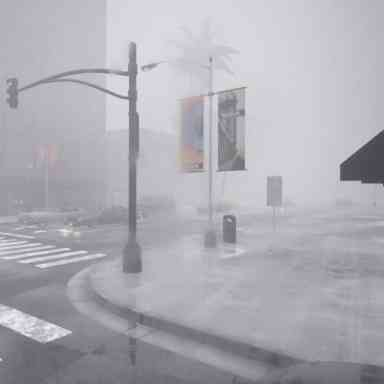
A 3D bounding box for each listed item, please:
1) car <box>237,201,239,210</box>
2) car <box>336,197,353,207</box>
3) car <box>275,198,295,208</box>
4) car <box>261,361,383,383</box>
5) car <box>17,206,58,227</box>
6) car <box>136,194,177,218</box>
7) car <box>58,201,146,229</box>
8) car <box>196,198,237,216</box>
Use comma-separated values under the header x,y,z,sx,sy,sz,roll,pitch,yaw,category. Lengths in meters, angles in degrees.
x,y,z,sx,sy,sz,roll,pitch,yaw,category
4.237,1.537,42.207,1.882,1.535,5.008,0,0,35,car
24.756,1.620,54.043,2.128,1.511,4.902,0,0,35,car
13.957,1.592,50.194,2.128,1.511,4.902,0,0,35,car
2.173,1.551,1.296,4.403,1.369,2.008,0,0,36,car
-9.356,1.615,22.989,1.895,1.301,4.718,0,0,35,car
-3.720,1.252,30.962,2.150,2.045,5.566,0,0,35,car
-5.836,1.568,22.328,2.033,1.411,5.357,0,0,35,car
2.347,1.525,33.916,1.882,1.535,5.008,0,1,35,car
